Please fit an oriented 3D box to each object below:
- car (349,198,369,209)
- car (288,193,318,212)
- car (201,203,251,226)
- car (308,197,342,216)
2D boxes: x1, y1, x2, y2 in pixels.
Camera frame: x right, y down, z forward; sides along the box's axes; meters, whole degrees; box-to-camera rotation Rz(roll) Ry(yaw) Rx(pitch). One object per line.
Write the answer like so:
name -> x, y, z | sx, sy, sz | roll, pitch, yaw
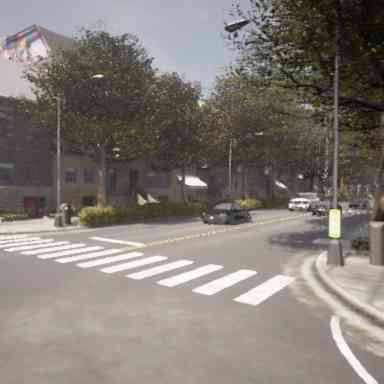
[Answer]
car -> 22.983, 1.486, 45.708 | 2.033, 1.411, 5.357 | 1, 0, 35
car -> 12.674, 1.127, 37.307 | 2.150, 2.045, 5.566 | 1, 0, 35
car -> 2.398, 1.474, 22.900 | 1.994, 1.385, 4.181 | 1, 0, 35
car -> 12.708, 1.503, 31.201 | 1.994, 1.385, 4.181 | 1, 0, 35
